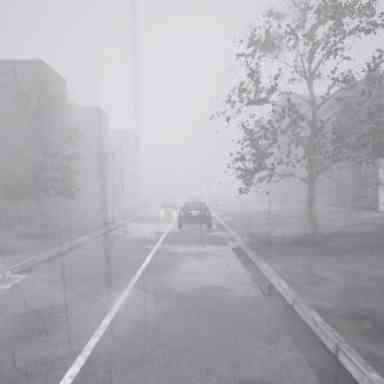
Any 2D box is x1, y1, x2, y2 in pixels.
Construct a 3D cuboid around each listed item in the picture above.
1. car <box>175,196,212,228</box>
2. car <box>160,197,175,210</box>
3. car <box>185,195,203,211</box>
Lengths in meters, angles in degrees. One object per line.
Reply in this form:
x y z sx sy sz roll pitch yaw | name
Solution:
0.184 1.350 22.272 2.097 1.767 4.553 0 0 0 | car
-2.920 1.441 42.508 1.882 1.535 5.008 0 1 0 | car
0.261 1.324 41.866 2.097 1.767 4.553 0 1 0 | car
